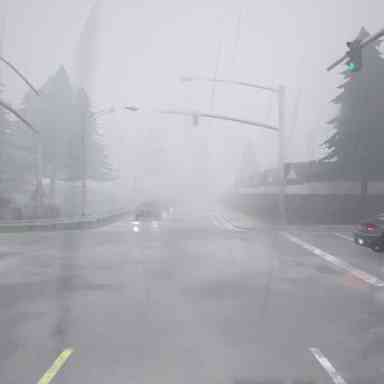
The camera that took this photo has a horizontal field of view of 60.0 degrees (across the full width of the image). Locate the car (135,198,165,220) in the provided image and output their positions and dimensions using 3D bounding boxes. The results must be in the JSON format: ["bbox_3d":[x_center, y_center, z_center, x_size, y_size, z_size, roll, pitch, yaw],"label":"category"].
[{"bbox_3d":[-3.603,1.505,28.038,1.837,1.490,4.892,0,0,0],"label":"car"}]

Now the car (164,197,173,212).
[{"bbox_3d":[-3.599,1.564,37.952,1.994,1.385,4.181,0,0,0],"label":"car"}]

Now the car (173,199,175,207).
[{"bbox_3d":[-3.515,1.504,48.307,1.837,1.490,4.892,0,0,2],"label":"car"}]

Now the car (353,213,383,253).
[{"bbox_3d":[7.769,1.313,10.569,4.892,1.490,1.837,0,0,-1],"label":"car"}]

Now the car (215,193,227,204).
[{"bbox_3d":[6.899,1.206,60.860,5.566,2.045,2.150,0,0,-22],"label":"car"}]
